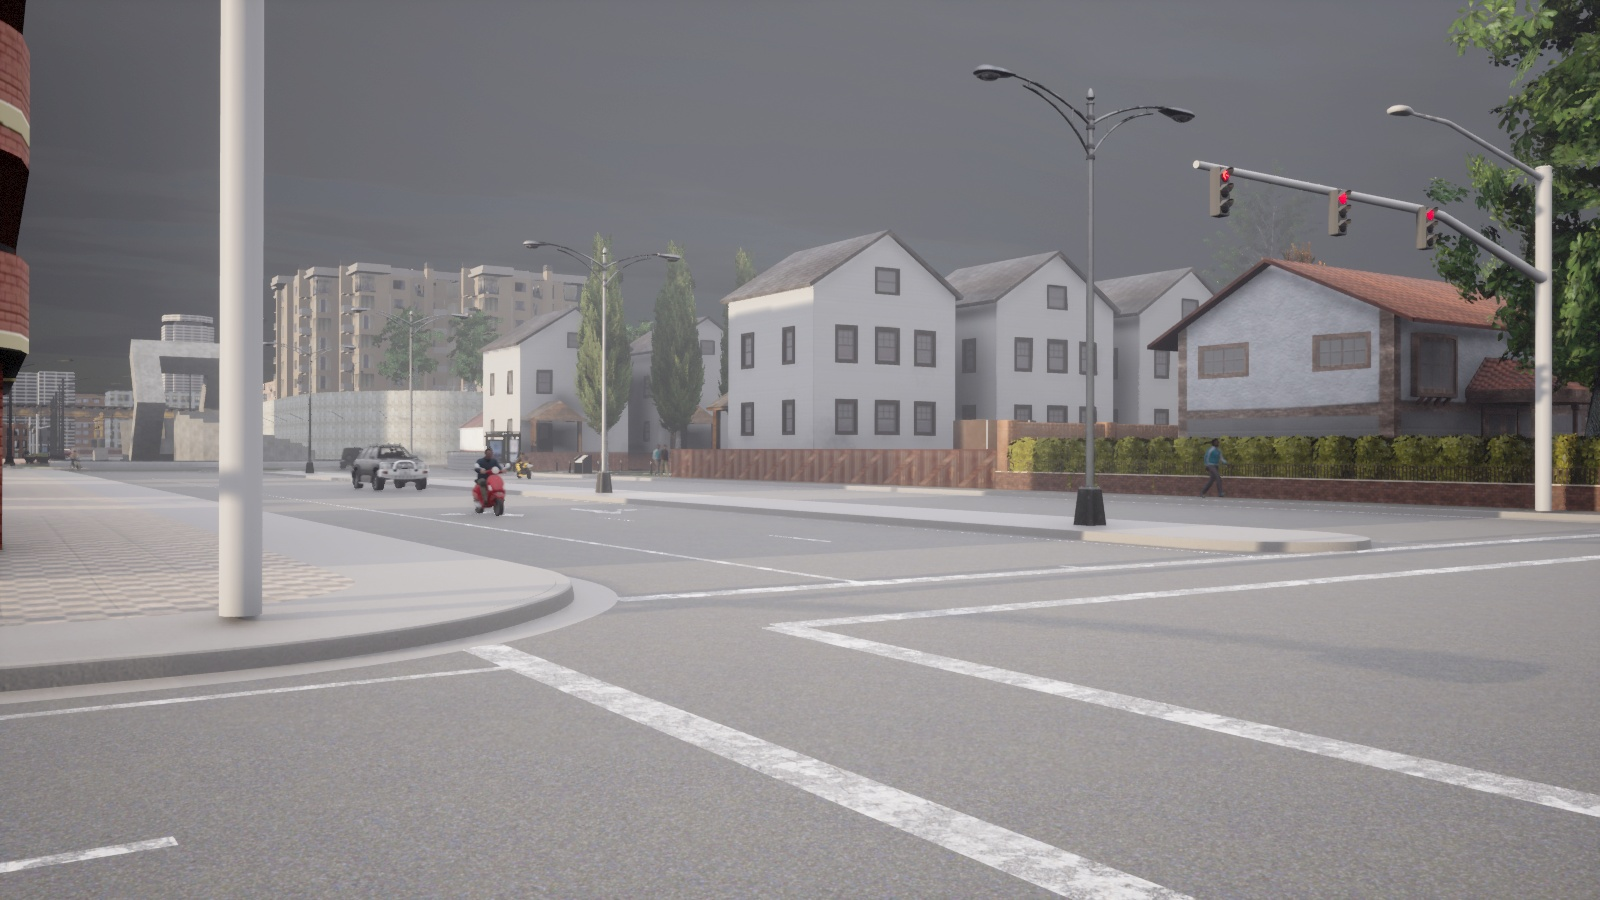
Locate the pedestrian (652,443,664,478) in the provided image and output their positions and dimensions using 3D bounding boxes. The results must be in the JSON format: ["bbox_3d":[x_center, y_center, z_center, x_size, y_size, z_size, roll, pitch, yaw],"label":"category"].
[{"bbox_3d":[-7.836,0.586,69.209,0.396,1.930,0.692,0,0,-31],"label":"pedestrian"}]

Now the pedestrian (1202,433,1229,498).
[{"bbox_3d":[12.490,0.466,37.765,0.396,1.930,0.692,0,0,-32],"label":"pedestrian"}]

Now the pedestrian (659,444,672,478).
[{"bbox_3d":[-7.314,0.582,68.242,0.431,1.840,0.703,0,0,-37],"label":"pedestrian"}]

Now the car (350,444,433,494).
[{"bbox_3d":[-16.076,0.716,49.259,1.932,1.855,4.605,0,0,-33],"label":"car"}]

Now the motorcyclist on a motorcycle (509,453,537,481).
[{"bbox_3d":[-15.150,0.927,68.718,0.797,1.523,2.044,0,0,-33],"label":"motorcyclist on a motorcycle"}]

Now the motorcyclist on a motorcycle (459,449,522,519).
[{"bbox_3d":[-7.321,0.784,29.661,0.866,1.590,1.817,0,0,-33],"label":"motorcyclist on a motorcycle"}]
